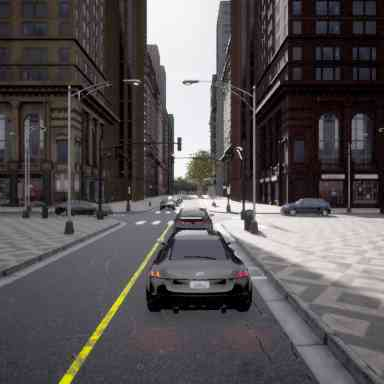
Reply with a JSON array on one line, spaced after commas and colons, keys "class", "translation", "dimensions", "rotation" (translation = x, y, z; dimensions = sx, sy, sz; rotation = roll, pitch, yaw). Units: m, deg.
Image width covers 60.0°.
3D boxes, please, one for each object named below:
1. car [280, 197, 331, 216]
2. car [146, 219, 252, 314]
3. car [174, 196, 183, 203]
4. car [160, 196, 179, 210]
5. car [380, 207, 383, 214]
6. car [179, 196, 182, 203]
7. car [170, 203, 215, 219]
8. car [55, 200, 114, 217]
[{"class": "car", "translation": [10.869, 1.388, 32.115], "dimensions": [4.553, 1.767, 2.097], "rotation": [0, 0, 1]}, {"class": "car", "translation": [0.110, 1.564, 7.724], "dimensions": [1.994, 1.385, 4.181], "rotation": [0, 0, -1]}, {"class": "car", "translation": [-2.986, 1.549, 73.497], "dimensions": [1.812, 1.442, 4.674], "rotation": [0, 0, 0]}, {"class": "car", "translation": [-3.083, 1.547, 43.089], "dimensions": [2.033, 1.411, 5.357], "rotation": [0, 0, 0]}, {"class": "car", "translation": [20.525, 1.630, 32.076], "dimensions": [4.181, 1.385, 1.994], "rotation": [0, 0, 0]}, {"class": "car", "translation": [-3.081, 1.494, 52.850], "dimensions": [2.128, 1.511, 4.902], "rotation": [0, 0, 0]}, {"class": "car", "translation": [0.064, 1.505, 16.632], "dimensions": [1.837, 1.490, 4.892], "rotation": [0, 0, 0]}, {"class": "car", "translation": [-9.276, 1.472, 28.894], "dimensions": [4.892, 1.490, 1.837], "rotation": [0, 0, 0]}]
